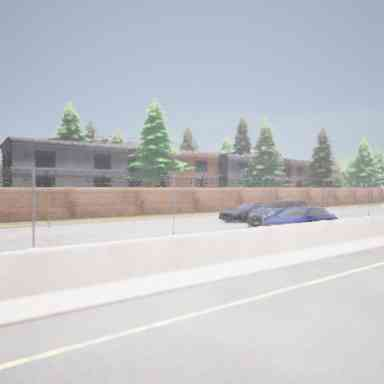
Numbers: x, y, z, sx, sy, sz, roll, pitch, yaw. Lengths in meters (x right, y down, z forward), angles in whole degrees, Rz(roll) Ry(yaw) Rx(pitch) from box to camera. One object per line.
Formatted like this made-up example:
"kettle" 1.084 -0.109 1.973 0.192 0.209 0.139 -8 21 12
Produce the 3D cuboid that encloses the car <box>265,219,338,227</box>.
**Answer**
"car" 5.381 1.448 16.430 4.674 1.442 1.812 0 0 -35
